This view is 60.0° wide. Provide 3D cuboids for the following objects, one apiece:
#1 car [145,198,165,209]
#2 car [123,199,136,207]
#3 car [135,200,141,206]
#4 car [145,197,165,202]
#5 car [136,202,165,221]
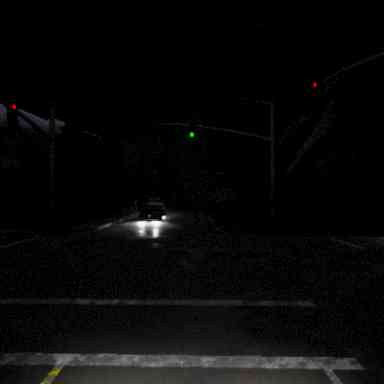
[{"bbox_3d":[-6.627,2.014,59.411,2.097,1.767,4.553,0,-1,-27],"label":"car"},{"bbox_3d":[-12.379,2.238,67.712,4.902,1.511,2.128,-1,-1,42],"label":"car"},{"bbox_3d":[-6.903,2.161,50.255,1.895,1.301,4.718,0,-1,-19],"label":"car"},{"bbox_3d":[-4.528,1.675,40.620,2.150,2.045,5.566,0,-1,-10],"label":"car"},{"bbox_3d":[-3.774,1.910,30.990,1.994,1.385,4.181,0,-1,-2],"label":"car"}]
